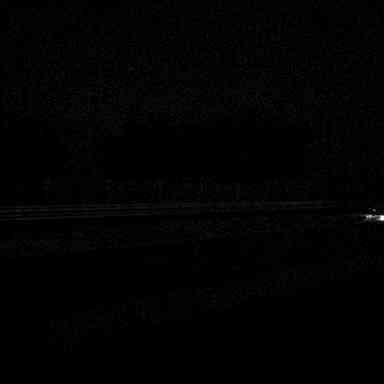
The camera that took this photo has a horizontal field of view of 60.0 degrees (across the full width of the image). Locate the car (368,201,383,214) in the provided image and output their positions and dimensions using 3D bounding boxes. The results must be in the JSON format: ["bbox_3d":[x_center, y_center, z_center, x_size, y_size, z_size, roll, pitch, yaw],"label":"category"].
[{"bbox_3d":[20.964,1.683,36.016,4.892,1.490,1.837,1,0,-35],"label":"car"}]
